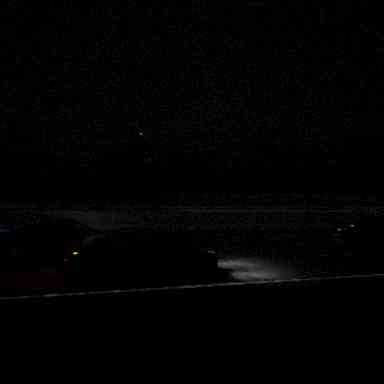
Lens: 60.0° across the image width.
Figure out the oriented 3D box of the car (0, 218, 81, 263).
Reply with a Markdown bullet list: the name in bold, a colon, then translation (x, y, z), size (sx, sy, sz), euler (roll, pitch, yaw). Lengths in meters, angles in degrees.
- **car**: translation (-5.031, 1.796, 13.038), size (5.008, 1.535, 1.882), euler (1, -1, -16)

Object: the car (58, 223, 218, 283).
- **car**: translation (-1.504, 1.841, 10.389), size (4.674, 1.442, 1.812), euler (1, -1, -16)

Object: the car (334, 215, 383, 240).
- **car**: translation (11.341, 2.187, 21.237), size (4.674, 1.442, 1.812), euler (1, -1, -16)
